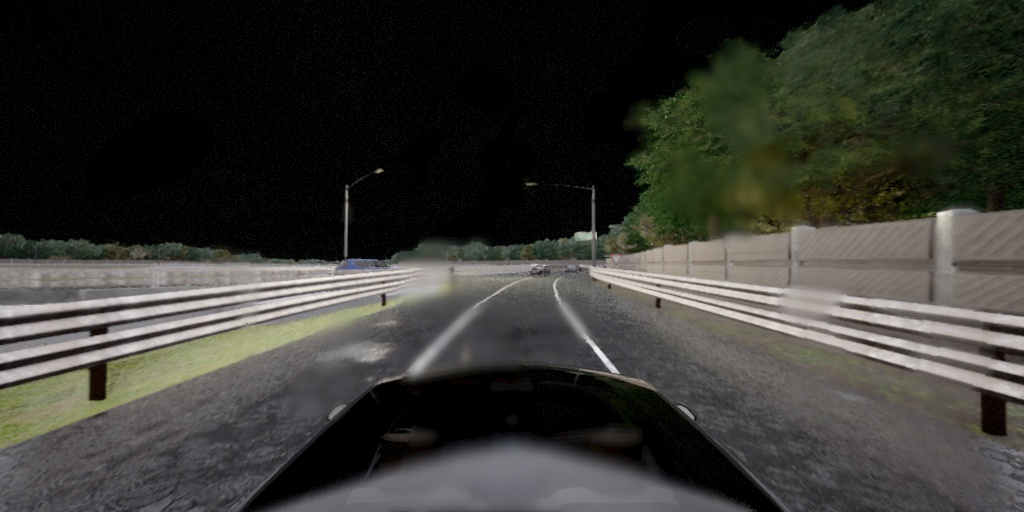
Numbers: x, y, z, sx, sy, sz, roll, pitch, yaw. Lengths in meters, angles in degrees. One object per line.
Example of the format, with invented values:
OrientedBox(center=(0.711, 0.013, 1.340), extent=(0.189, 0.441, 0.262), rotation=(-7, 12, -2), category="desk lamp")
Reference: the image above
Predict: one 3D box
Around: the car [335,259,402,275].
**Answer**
OrientedBox(center=(-11.590, 1.286, 29.675), extent=(2.150, 2.045, 5.566), rotation=(-1, -1, 42), category="car")

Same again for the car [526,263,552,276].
OrientedBox(center=(4.201, 2.113, 52.182), extent=(1.812, 1.442, 4.674), rotation=(0, -1, 28), category="car")
